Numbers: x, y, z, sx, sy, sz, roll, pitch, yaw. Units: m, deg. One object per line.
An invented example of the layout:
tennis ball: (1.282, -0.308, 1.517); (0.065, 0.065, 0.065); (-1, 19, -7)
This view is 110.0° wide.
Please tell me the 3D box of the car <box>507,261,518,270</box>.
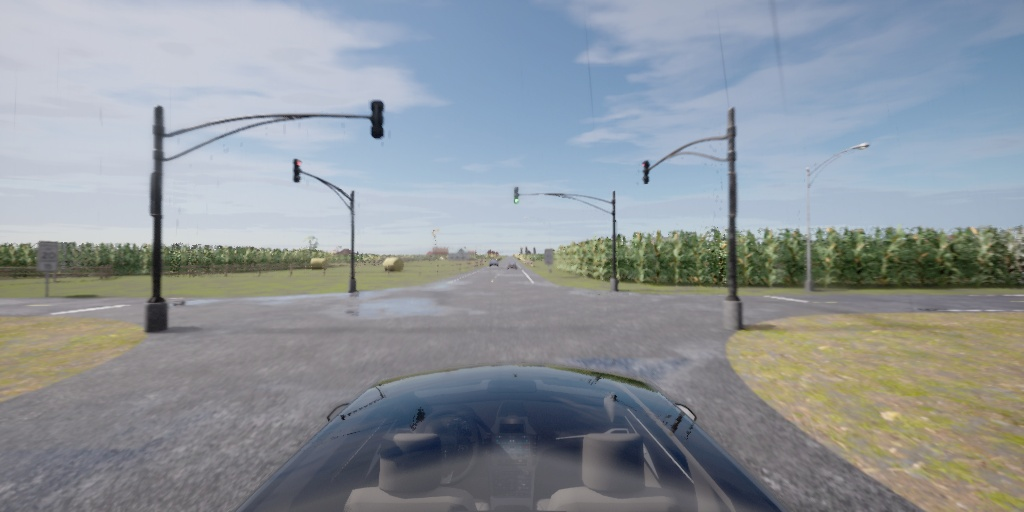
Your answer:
car: (0.025, 1.735, 64.416); (2.033, 1.411, 5.357); (0, 0, 0)
